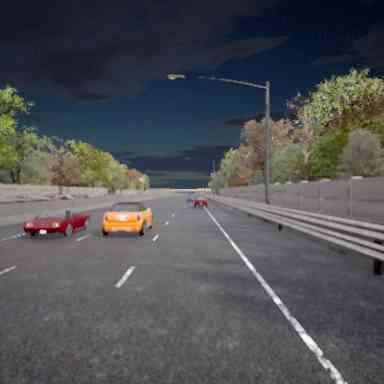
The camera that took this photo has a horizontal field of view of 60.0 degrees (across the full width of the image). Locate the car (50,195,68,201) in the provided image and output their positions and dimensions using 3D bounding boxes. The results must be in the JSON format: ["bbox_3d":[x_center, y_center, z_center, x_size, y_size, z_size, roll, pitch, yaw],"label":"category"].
[{"bbox_3d":[-24.500,1.368,61.715,1.882,1.535,5.008,0,0,0],"label":"car"}]

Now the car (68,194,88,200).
[{"bbox_3d":[-20.999,1.246,62.810,2.097,1.767,4.553,0,0,0],"label":"car"}]

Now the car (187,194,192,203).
[{"bbox_3d":[0.008,1.242,65.801,2.097,1.767,4.553,0,0,0],"label":"car"}]

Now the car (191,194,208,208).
[{"bbox_3d":[1.231,1.384,47.050,1.882,1.535,5.008,0,0,0],"label":"car"}]

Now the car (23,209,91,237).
[{"bbox_3d":[-6.898,1.559,17.626,1.895,1.301,4.718,0,0,0],"label":"car"}]

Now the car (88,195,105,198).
[{"bbox_3d":[-17.501,1.393,62.830,1.837,1.490,4.892,0,0,0],"label":"car"}]

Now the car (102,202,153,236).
[{"bbox_3d":[-3.398,1.309,18.321,2.097,1.767,4.553,0,0,0],"label":"car"}]

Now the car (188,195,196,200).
[{"bbox_3d":[0.010,1.417,85.795,2.033,1.411,5.357,0,0,0],"label":"car"}]
